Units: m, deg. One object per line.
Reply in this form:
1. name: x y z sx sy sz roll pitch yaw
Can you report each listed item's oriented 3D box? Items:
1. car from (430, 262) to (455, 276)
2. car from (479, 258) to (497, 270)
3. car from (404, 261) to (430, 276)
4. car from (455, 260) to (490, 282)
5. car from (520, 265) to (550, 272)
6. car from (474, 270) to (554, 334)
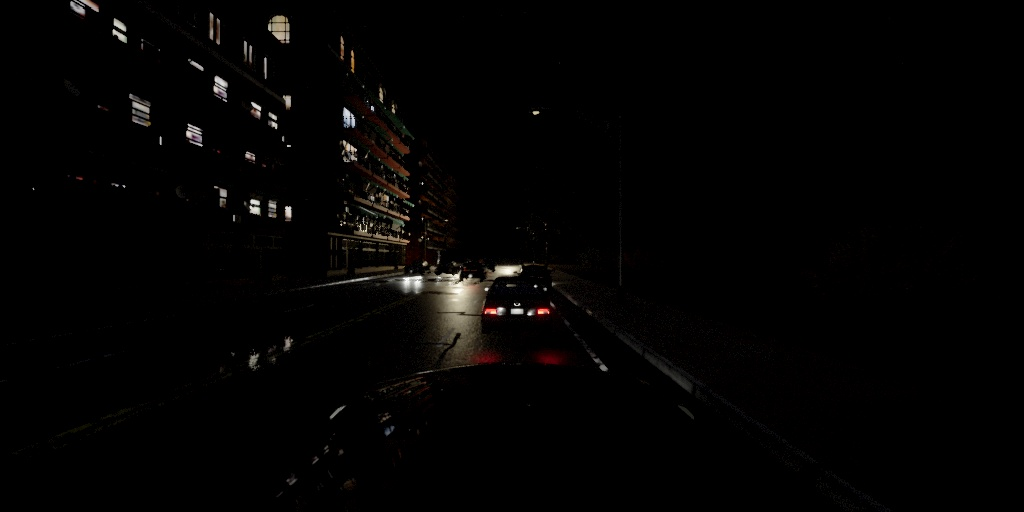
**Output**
1. car: -6.537 1.299 36.743 2.033 1.411 5.357 0 0 0
2. car: -3.073 1.254 45.289 1.837 1.490 4.892 0 0 0
3. car: -9.788 1.243 37.294 2.128 1.511 4.902 0 0 0
4. car: -3.102 1.255 29.132 1.837 1.490 4.892 0 -1 0
5. car: 1.169 1.257 20.296 1.837 1.490 4.892 0 0 0
6. car: 0.116 1.299 10.608 2.033 1.411 5.357 0 0 0
